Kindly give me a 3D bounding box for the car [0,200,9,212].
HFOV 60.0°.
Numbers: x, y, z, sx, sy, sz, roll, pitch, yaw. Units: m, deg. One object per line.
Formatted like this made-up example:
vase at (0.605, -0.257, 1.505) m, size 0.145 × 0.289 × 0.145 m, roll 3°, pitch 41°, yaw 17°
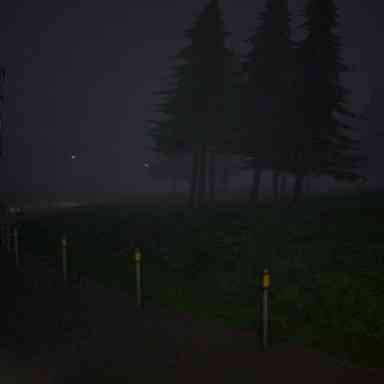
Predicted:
car at (-21.367, 1.488, 35.729) m, size 2.128 × 1.511 × 4.902 m, roll 4°, pitch 0°, yaw -7°
